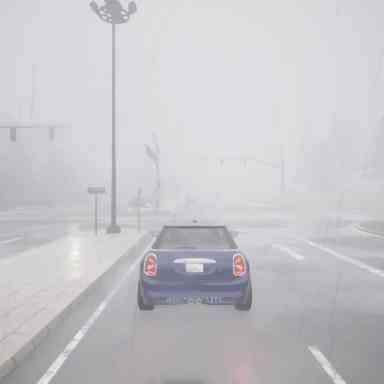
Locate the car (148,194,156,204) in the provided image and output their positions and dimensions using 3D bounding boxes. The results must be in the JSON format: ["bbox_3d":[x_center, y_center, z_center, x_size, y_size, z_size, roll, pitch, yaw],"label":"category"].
[{"bbox_3d":[-8.401,1.563,61.701,1.994,1.385,4.181,0,0,-2],"label":"car"}]

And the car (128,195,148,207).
[{"bbox_3d":[-8.241,1.351,49.787,2.097,1.767,4.553,0,0,-1],"label":"car"}]

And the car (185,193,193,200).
[{"bbox_3d":[-0.899,1.187,95.625,2.150,2.045,5.566,0,0,-1],"label":"car"}]

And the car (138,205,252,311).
[{"bbox_3d":[0.063,1.352,7.946,2.097,1.767,4.553,0,0,0],"label":"car"}]

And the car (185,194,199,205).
[{"bbox_3d":[-0.210,1.524,54.766,1.812,1.442,4.674,0,0,-1],"label":"car"}]

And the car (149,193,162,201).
[{"bbox_3d":[-8.518,1.224,72.974,2.150,2.045,5.566,0,0,-1],"label":"car"}]

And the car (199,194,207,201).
[{"bbox_3d":[2.775,1.512,85.331,1.812,1.442,4.674,0,0,-1],"label":"car"}]

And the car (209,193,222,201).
[{"bbox_3d":[6.280,1.213,85.063,2.150,2.045,5.566,0,0,-1],"label":"car"}]
